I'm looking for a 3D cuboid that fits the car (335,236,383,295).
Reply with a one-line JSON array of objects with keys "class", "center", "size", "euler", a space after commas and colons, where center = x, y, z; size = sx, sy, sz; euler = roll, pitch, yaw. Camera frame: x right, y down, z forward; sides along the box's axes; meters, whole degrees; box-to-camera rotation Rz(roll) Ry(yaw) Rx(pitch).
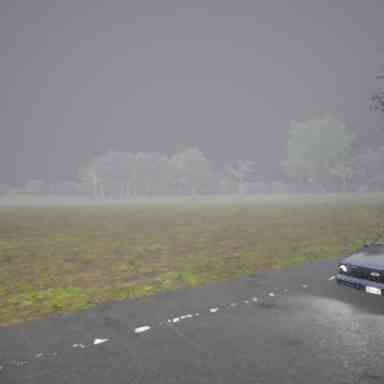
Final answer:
[{"class": "car", "center": [5.727, 1.526, 8.073], "size": [5.357, 1.411, 2.033], "euler": [0, 0, -35]}]
